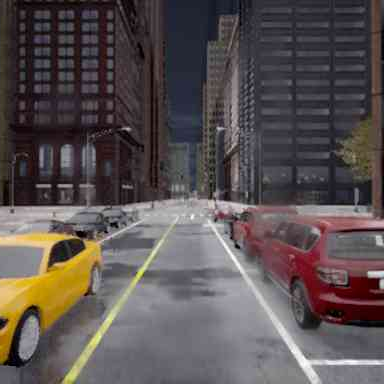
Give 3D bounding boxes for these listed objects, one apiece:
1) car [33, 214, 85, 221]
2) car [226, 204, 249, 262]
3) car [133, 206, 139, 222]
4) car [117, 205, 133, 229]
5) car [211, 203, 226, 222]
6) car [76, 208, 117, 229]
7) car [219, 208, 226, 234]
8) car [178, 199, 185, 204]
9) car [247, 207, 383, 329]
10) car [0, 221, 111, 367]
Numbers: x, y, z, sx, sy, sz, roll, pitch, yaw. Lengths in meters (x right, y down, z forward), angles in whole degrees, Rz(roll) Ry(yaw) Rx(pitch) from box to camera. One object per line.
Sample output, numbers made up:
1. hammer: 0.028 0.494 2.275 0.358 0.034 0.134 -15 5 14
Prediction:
1. car: -5.764 1.726 12.663 1.802 1.307 4.206 0 -1 0
2. car: 2.760 1.459 12.668 2.192 1.841 5.009 0 -1 0
3. car: -5.762 1.891 29.572 2.008 1.369 4.403 0 -1 0
4. car: -5.763 1.841 23.935 1.947 1.339 4.313 0 -1 0
5. car: 2.762 1.780 29.574 1.967 1.590 4.097 0 -1 0
6. car: -5.763 1.775 18.299 1.947 1.339 4.313 0 -1 0
7. car: 2.762 1.775 18.301 1.947 1.339 4.313 0 -1 0
8. car: -3.071 2.680 95.246 1.812 1.442 4.674 0 -1 0
9. car: 2.759 1.395 7.031 2.192 1.841 5.009 0 -1 0
10. car: -3.099 1.547 6.082 1.882 1.535 5.008 0 -1 0
